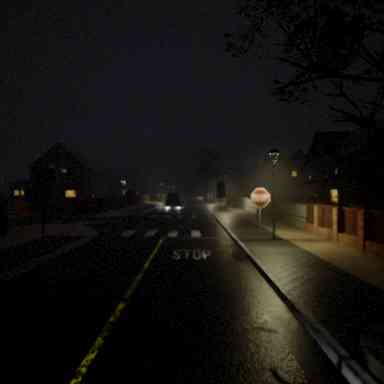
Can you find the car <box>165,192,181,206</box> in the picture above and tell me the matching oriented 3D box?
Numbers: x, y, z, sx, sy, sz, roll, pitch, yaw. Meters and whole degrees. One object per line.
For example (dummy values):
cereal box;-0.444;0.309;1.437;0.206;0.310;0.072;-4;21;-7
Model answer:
car;-2.774;1.070;50.101;2.150;2.045;5.566;0;1;0
